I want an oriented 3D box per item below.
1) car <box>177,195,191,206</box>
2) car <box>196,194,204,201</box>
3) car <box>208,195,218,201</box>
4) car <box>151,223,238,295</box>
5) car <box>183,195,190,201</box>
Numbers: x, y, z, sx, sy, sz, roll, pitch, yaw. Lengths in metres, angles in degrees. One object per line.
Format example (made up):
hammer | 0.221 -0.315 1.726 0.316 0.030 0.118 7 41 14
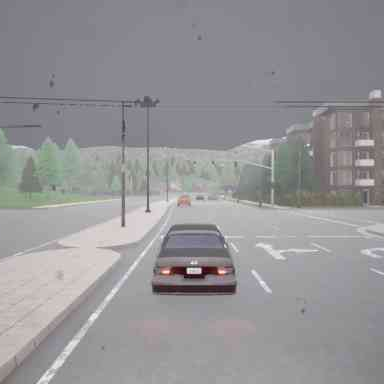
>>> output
car | -1.300 1.352 54.588 2.097 1.767 4.553 0 0 -1
car | 2.069 1.477 85.448 1.882 1.535 5.008 0 0 0
car | 5.569 1.539 85.452 2.033 1.411 5.357 0 0 0
car | 0.052 1.547 8.841 2.033 1.411 5.357 0 0 0
car | -1.431 1.523 85.413 1.812 1.442 4.674 0 0 0
